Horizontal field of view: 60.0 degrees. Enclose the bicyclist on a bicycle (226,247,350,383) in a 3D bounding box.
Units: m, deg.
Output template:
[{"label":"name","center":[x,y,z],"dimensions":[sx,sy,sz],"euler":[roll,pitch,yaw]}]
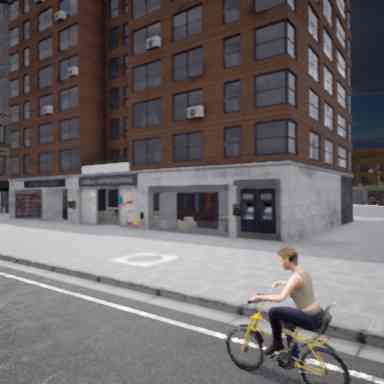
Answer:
[{"label":"bicyclist on a bicycle","center":[1.054,1.445,3.928],"dimensions":[1.509,1.612,0.866],"euler":[0,0,35]}]
